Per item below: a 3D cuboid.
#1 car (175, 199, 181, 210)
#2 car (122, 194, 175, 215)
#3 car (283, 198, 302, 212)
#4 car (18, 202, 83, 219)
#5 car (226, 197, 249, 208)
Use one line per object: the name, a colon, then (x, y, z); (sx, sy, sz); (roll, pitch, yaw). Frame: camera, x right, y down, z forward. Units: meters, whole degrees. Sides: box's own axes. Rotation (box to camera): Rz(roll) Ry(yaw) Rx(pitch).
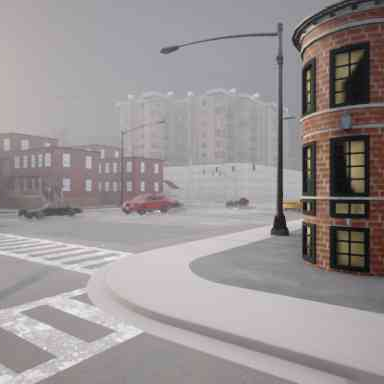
car: (-3.172, 1.525, 41.932); (1.812, 1.442, 4.674); (0, 0, 35)
car: (-4.589, 1.220, 33.956); (2.150, 2.045, 5.566); (0, 0, 36)
car: (12.408, 1.478, 39.357); (1.882, 1.535, 5.008); (0, 0, 36)
car: (-12.247, 1.547, 29.260); (2.033, 1.411, 5.357); (0, 0, 36)
car: (6.846, 1.493, 49.802); (1.882, 1.535, 5.008); (0, 0, 36)
